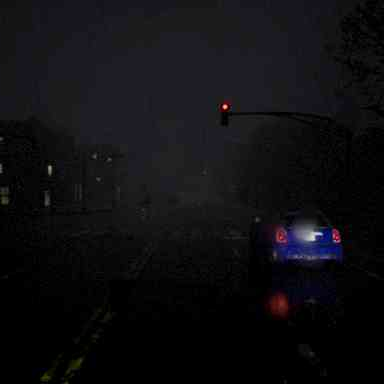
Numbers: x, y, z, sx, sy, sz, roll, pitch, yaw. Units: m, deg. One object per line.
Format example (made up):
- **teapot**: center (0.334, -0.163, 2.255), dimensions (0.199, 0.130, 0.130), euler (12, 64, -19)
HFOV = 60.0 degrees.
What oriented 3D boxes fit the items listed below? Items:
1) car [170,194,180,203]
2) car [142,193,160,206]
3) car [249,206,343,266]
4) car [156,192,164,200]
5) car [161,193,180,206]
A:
- **car**: center (-3.378, 1.305, 67.716), dimensions (1.837, 1.490, 4.892), euler (0, 1, 0)
- **car**: center (-6.643, 1.375, 52.319), dimensions (1.812, 1.442, 4.674), euler (0, 0, 0)
- **car**: center (3.349, 1.318, 11.593), dimensions (2.097, 1.767, 4.553), euler (0, 0, 0)
- **car**: center (-6.627, 1.029, 68.581), dimensions (2.150, 2.045, 5.566), euler (0, 0, 0)
- **car**: center (-3.394, 1.327, 52.311), dimensions (1.882, 1.535, 5.008), euler (0, 0, 0)
